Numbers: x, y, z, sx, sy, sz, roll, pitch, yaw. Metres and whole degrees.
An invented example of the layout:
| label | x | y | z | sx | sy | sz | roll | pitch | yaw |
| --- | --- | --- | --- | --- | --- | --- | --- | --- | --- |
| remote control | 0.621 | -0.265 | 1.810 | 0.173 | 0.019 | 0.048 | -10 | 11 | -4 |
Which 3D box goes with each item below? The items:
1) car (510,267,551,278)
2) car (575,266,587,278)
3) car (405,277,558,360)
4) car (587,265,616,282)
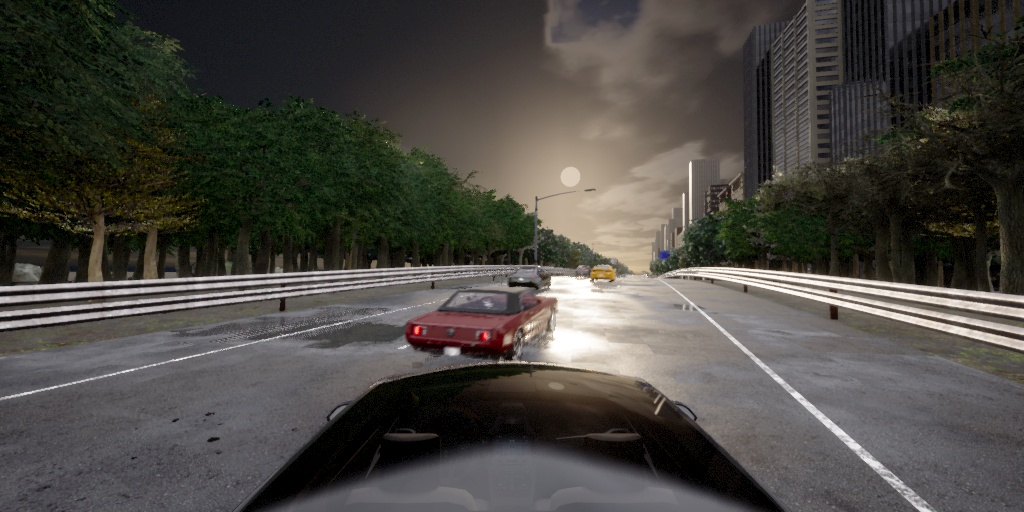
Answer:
| label | x | y | z | sx | sy | sz | roll | pitch | yaw |
| --- | --- | --- | --- | --- | --- | --- | --- | --- | --- |
| car | 1.241 | 1.393 | 23.051 | 1.994 | 1.385 | 4.181 | 0 | -1 | 19 |
| car | 9.358 | 2.026 | 46.027 | 2.128 | 1.511 | 4.902 | 0 | -3 | 19 |
| car | -0.279 | 1.356 | 8.246 | 1.895 | 1.301 | 4.718 | 0 | 0 | 19 |
| car | 8.422 | 1.555 | 32.868 | 1.882 | 1.535 | 5.008 | 0 | -2 | 19 |
